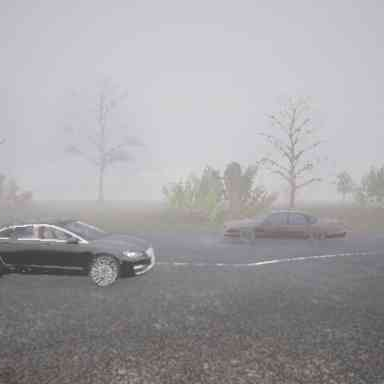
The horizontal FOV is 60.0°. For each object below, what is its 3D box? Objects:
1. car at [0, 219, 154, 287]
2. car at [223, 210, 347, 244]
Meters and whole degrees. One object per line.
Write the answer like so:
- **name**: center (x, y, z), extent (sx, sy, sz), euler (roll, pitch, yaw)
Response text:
- **car**: center (-3.476, 1.483, 8.803), extent (4.902, 1.511, 2.128), euler (0, 0, 4)
- **car**: center (4.121, 1.551, 15.301), extent (5.357, 1.411, 2.033), euler (0, 0, 4)
